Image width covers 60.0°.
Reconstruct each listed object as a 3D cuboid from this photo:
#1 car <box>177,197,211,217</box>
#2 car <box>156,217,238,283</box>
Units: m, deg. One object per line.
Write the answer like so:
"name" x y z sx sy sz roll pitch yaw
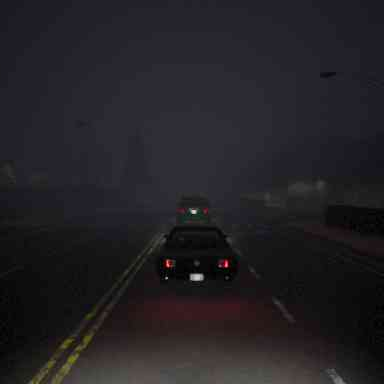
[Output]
"car" 0.122 1.314 22.790 2.150 2.045 5.566 0 0 0
"car" 0.112 1.640 9.716 1.895 1.301 4.718 0 0 0
